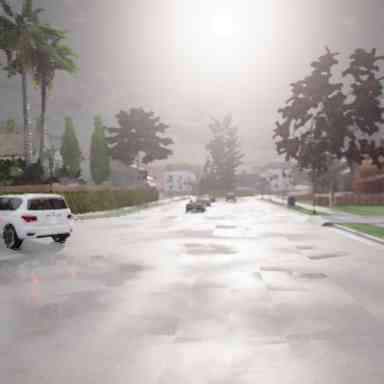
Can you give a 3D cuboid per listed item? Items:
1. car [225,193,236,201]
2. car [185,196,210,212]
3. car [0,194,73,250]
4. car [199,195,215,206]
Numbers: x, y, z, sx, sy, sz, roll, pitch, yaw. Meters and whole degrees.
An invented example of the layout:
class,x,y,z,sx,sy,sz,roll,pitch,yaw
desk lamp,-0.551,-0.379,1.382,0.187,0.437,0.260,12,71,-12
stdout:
class,x,y,z,sx,sy,sz,roll,pitch,yaw
car,7.538,0.972,64.737,1.837,1.490,4.892,0,0,6
car,0.460,1.352,34.198,1.895,1.301,4.718,0,0,6
car,-7.304,1.109,14.043,5.566,2.045,2.150,0,0,37
car,1.571,1.162,44.142,2.128,1.511,4.902,0,0,7
